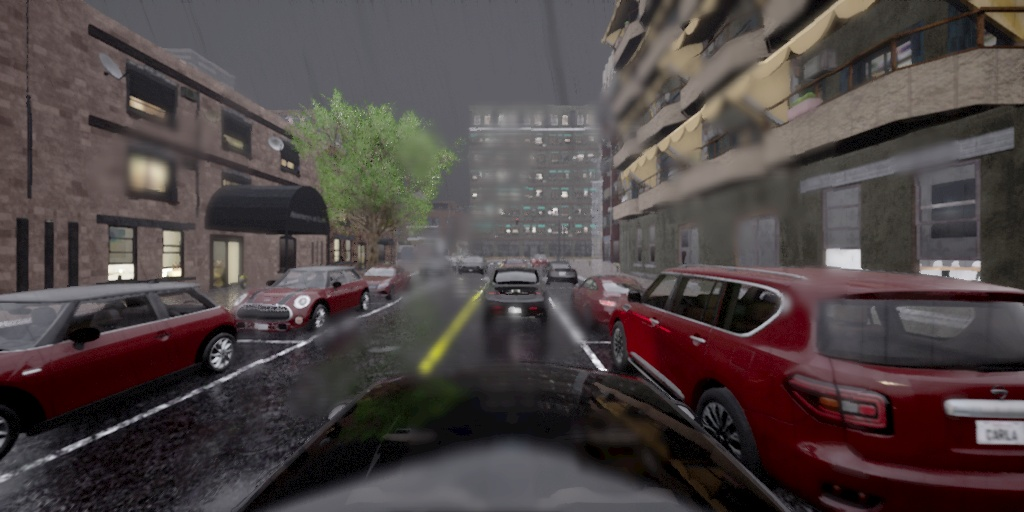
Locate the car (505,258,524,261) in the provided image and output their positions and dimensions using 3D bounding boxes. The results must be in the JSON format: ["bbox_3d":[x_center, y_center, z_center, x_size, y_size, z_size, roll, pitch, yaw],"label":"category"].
[{"bbox_3d":[0.216,0.827,29.339,1.895,1.301,4.718,0,1,0],"label":"car"}]

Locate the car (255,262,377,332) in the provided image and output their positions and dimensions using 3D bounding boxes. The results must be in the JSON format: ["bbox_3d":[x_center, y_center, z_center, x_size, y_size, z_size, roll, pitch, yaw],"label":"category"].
[{"bbox_3d":[-5.621,1.028,10.059,1.967,1.591,4.097,0,0,0],"label":"car"}]

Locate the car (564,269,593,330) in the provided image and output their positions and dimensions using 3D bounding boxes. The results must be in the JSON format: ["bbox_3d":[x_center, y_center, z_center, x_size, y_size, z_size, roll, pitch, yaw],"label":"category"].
[{"bbox_3d":[2.727,1.173,10.079,1.802,1.307,4.207,0,0,0],"label":"car"}]

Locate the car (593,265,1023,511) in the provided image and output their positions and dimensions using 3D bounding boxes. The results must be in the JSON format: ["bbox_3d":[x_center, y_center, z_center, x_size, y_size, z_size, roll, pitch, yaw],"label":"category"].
[{"bbox_3d":[2.701,1.014,4.393,2.192,1.841,5.009,0,0,0],"label":"car"}]

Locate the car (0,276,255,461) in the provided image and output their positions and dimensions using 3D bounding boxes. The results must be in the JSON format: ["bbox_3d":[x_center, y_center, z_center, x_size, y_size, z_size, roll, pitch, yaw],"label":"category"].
[{"bbox_3d":[-5.647,1.136,4.372,1.967,1.591,4.097,0,0,0],"label":"car"}]

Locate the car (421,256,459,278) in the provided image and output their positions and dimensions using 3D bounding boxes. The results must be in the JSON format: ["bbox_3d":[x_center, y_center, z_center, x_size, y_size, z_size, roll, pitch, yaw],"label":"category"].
[{"bbox_3d":[-5.541,0.832,27.115,1.948,1.339,4.313,0,0,0],"label":"car"}]

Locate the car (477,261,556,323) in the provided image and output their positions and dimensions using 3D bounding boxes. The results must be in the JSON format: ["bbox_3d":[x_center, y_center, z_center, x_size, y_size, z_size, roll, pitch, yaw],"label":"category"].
[{"bbox_3d":[0.125,1.072,11.340,1.837,1.490,4.892,0,1,0],"label":"car"}]

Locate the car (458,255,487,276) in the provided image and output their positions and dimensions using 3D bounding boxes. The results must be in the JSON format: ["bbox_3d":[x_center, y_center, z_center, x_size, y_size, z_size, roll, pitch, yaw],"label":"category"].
[{"bbox_3d":[-2.973,0.719,28.453,1.882,1.535,5.008,0,1,0],"label":"car"}]

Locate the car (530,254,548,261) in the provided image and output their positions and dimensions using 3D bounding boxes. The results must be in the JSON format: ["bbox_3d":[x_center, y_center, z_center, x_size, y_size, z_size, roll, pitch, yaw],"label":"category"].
[{"bbox_3d":[2.906,0.495,38.503,1.967,1.591,4.097,0,0,0],"label":"car"}]

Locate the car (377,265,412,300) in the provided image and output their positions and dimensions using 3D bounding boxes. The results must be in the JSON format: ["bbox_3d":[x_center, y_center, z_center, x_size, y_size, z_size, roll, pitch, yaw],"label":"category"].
[{"bbox_3d":[-5.594,1.062,15.744,1.802,1.307,4.207,0,0,0],"label":"car"}]

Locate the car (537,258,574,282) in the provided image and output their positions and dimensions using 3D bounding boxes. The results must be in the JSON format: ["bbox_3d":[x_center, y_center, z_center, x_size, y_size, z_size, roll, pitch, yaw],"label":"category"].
[{"bbox_3d":[2.780,0.942,21.449,1.948,1.339,4.313,0,0,0],"label":"car"}]
